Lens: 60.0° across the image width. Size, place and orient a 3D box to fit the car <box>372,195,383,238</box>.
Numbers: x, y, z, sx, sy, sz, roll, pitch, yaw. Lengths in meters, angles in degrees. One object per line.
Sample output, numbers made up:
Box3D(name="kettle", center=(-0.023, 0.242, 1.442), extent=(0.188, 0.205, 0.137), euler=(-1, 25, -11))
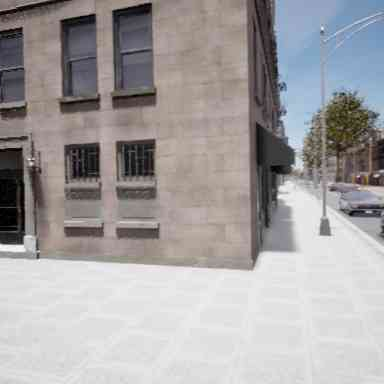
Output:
Box3D(name="car", center=(7.369, 0.980, 10.474), extent=(1.812, 1.442, 4.674), euler=(-1, 2, 16))

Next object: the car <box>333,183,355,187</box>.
Box3D(name="car", center=(19.489, -0.394, 41.789), extent=(2.033, 1.411, 5.357), euler=(-1, 2, 17))

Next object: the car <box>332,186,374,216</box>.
Box3D(name="car", center=(10.253, 0.579, 20.461), extent=(2.033, 1.411, 5.357), euler=(-1, 2, 16))

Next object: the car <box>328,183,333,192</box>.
Box3D(name="car", center=(22.347, -0.789, 51.658), extent=(1.994, 1.385, 4.181), euler=(-1, 2, 16))
